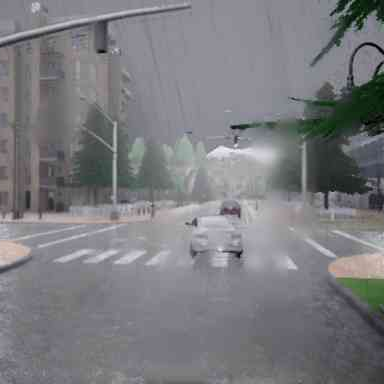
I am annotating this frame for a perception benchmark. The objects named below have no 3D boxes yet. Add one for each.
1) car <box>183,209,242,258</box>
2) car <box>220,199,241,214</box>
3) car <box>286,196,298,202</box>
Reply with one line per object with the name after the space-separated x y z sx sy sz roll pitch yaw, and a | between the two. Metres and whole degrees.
0.734 1.630 13.147 1.812 1.442 4.674 1 0 -5 | car
4.124 1.655 35.337 2.097 1.767 4.553 0 0 8 | car
25.513 2.102 85.788 1.845 1.501 3.633 0 0 9 | car
